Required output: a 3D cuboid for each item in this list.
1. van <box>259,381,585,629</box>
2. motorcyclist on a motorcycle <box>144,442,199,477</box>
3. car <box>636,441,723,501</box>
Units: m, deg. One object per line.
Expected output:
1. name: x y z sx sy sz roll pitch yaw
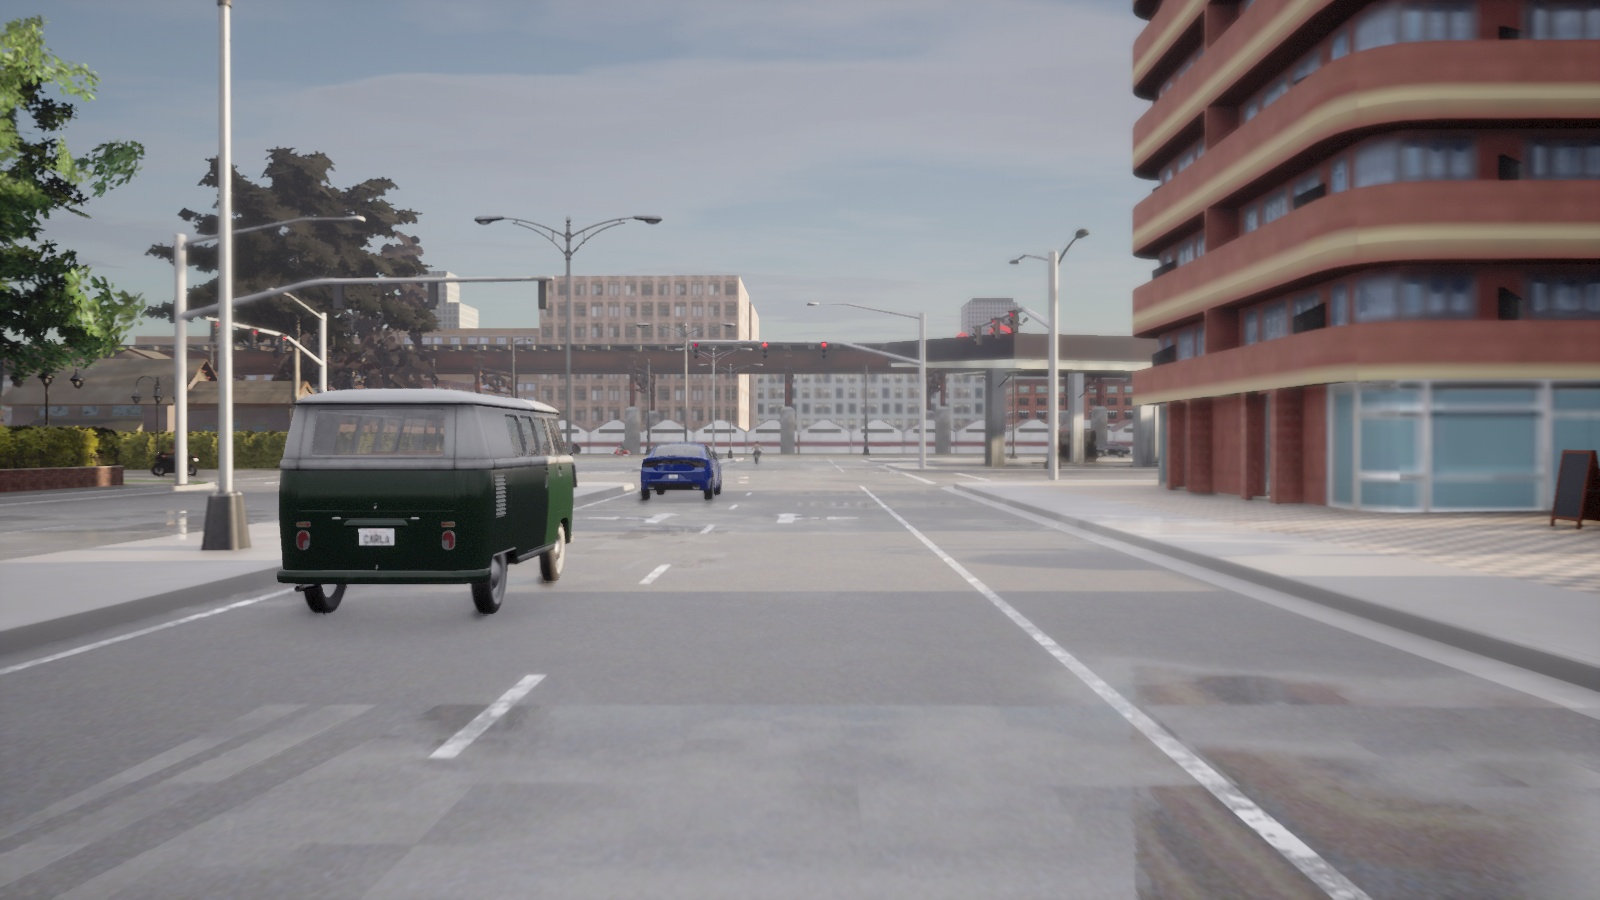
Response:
1. van: -3.413 0.426 12.279 1.775 1.987 4.442 0 0 1
2. motorcyclist on a motorcycle: -27.562 0.391 55.100 2.044 1.523 0.797 0 0 0
3. car: -3.240 0.523 34.786 1.882 1.535 5.008 0 0 1
